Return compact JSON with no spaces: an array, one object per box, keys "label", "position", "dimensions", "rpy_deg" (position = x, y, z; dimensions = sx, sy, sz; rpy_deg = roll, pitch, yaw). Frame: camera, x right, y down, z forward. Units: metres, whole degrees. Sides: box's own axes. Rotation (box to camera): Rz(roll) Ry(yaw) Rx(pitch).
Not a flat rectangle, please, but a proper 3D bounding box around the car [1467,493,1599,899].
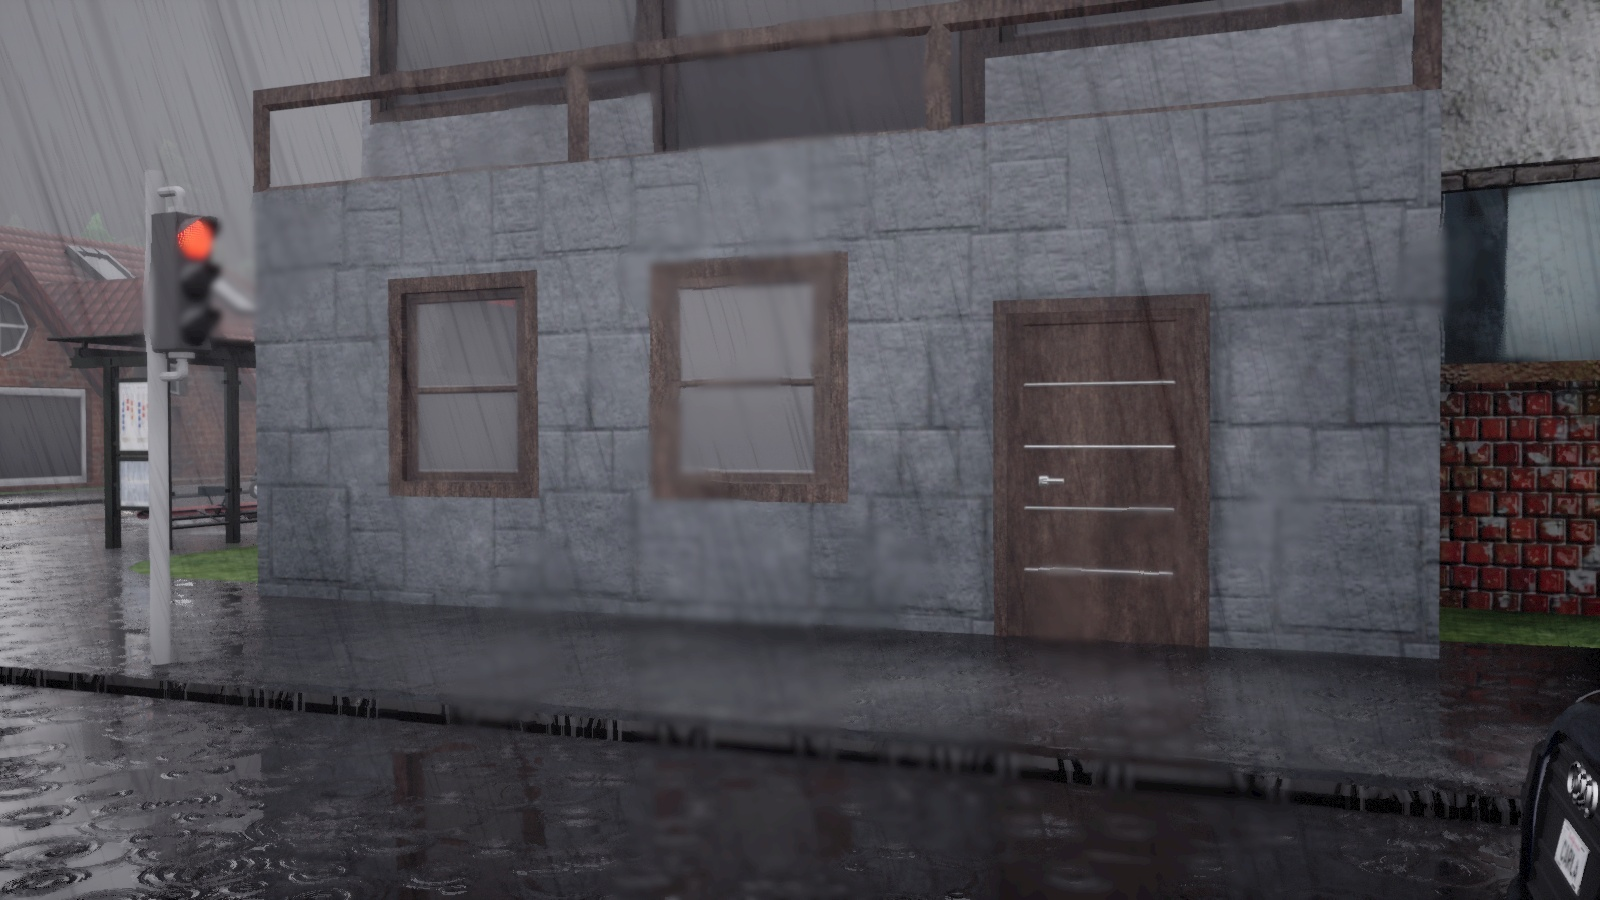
[{"label":"car","position":[3.777,0.866,2.418],"dimensions":[4.181,1.385,1.994],"rpy_deg":[1,1,21]}]
